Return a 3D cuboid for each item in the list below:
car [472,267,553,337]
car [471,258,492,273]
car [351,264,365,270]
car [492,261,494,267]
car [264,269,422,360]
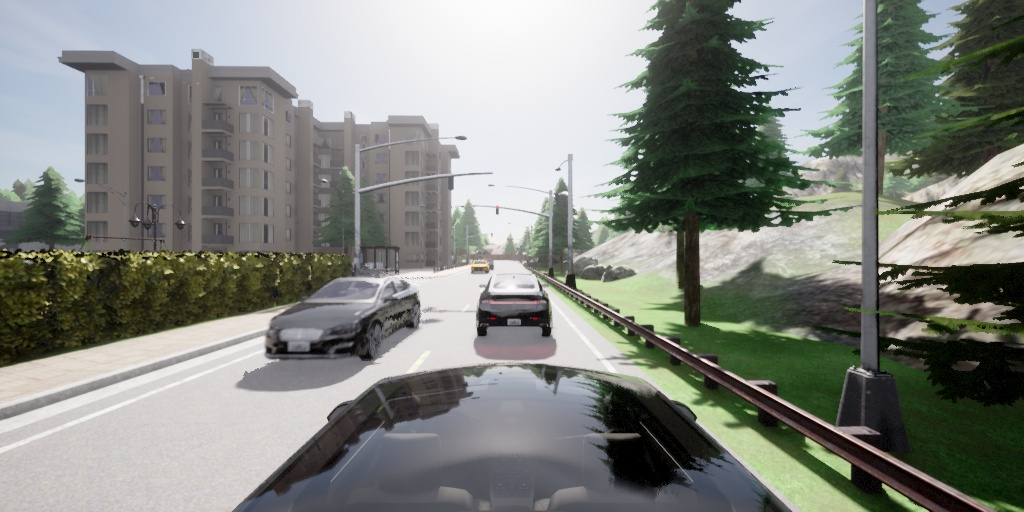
[{"bbox_3d":[0.057,1.240,10.312,2.128,1.511,4.902,0,0,0],"label":"car"},{"bbox_3d":[-3.698,1.218,42.302,1.882,1.535,5.008,0,0,0],"label":"car"},{"bbox_3d":[-11.196,1.234,24.354,4.892,1.490,1.837,0,0,-1],"label":"car"},{"bbox_3d":[-3.713,1.091,51.913,2.097,1.767,4.553,0,0,0],"label":"car"},{"bbox_3d":[-3.520,1.240,8.423,2.128,1.511,4.902,0,0,1],"label":"car"}]
